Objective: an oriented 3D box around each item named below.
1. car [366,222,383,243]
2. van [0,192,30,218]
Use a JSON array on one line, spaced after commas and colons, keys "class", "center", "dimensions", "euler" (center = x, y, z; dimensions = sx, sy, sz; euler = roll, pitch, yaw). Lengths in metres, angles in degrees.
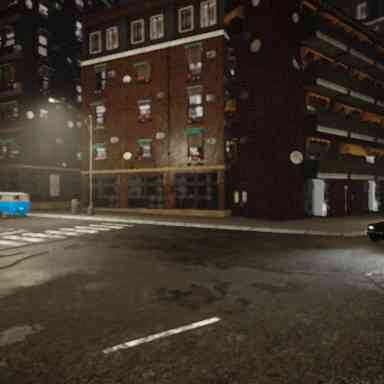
[{"class": "car", "center": [9.831, 1.603, 14.987], "dimensions": [4.718, 1.301, 1.895], "euler": [0, 0, -37]}, {"class": "van", "center": [-13.529, 0.902, 23.936], "dimensions": [3.998, 1.788, 1.690], "euler": [1, 0, 26]}]
